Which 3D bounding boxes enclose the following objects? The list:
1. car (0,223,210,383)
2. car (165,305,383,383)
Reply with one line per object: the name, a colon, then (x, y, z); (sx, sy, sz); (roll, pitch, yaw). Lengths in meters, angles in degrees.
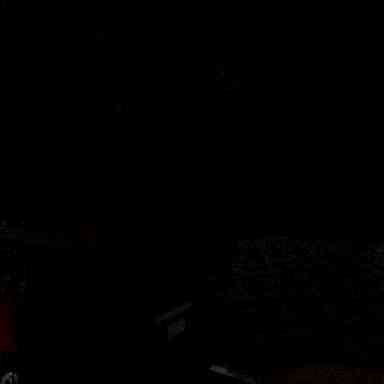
car: (-2.088, 1.356, 4.452); (5.009, 1.841, 2.192); (-1, 0, 36)
car: (2.334, 1.513, 1.295); (4.829, 1.417, 1.752); (-1, 0, 36)
